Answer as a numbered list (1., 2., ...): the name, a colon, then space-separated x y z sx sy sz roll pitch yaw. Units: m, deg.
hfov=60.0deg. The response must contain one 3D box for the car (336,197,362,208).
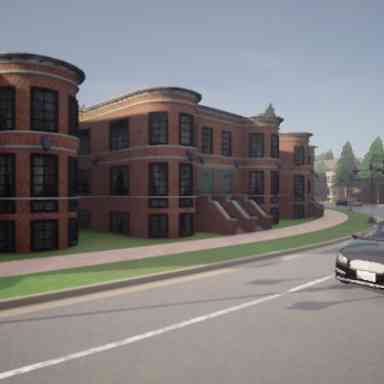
1. car: 23.154 1.565 49.204 2.128 1.511 4.902 0 0 -4

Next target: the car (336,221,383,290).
1. car: 5.520 1.503 8.610 4.902 1.511 2.128 0 0 -41
